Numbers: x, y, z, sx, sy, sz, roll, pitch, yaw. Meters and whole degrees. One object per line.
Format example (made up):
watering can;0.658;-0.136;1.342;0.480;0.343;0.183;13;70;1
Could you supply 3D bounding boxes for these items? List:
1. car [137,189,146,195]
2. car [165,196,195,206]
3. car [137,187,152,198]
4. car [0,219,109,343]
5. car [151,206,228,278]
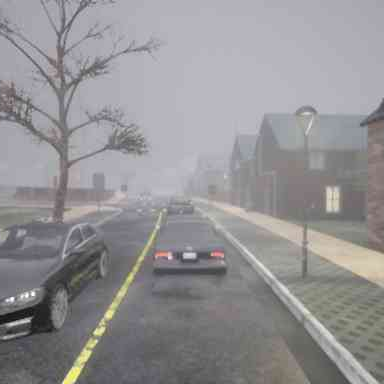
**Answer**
car;-12.065;-0.059;79.040;1.837;1.490;4.892;0;1;-13
car;-0.817;1.041;23.247;2.128;1.511;4.902;0;1;-4
car;-8.876;-0.024;63.850;2.150;2.045;5.566;0;1;-10
car;-2.973;1.361;6.588;2.128;1.511;4.902;0;1;-1
car;-0.114;1.360;9.607;2.033;1.411;5.357;0;1;-2
